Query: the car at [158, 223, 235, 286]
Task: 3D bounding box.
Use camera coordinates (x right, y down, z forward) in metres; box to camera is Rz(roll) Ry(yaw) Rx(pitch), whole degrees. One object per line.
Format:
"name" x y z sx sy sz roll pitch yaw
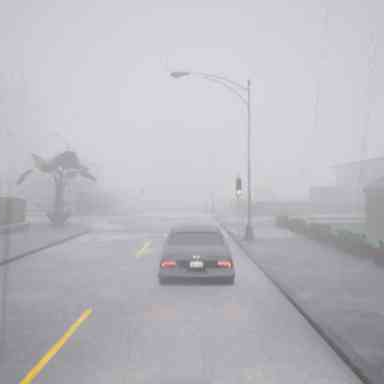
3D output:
"car" 0.108 1.606 9.611 2.033 1.411 5.357 0 0 0

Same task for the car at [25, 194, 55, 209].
"car" -19.718 1.246 43.548 1.905 1.878 3.866 0 0 35
